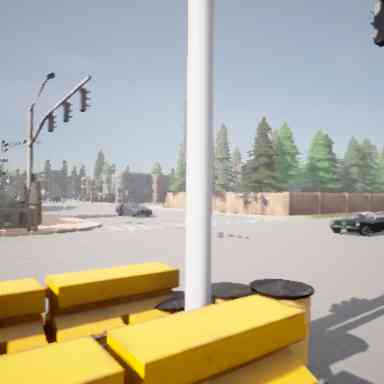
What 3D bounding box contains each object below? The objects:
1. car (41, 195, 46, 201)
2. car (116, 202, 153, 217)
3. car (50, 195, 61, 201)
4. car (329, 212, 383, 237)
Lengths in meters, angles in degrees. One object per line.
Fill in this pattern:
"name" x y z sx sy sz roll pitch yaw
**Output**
"car" -38.646 1.505 85.039 1.882 1.535 5.008 1 -1 -36
"car" -5.931 1.733 33.523 2.033 1.411 5.357 1 -1 -36
"car" -35.812 1.633 87.090 1.837 1.490 4.892 1 -1 -36
"car" 10.255 1.853 19.794 4.718 1.301 1.895 1 -1 -36
